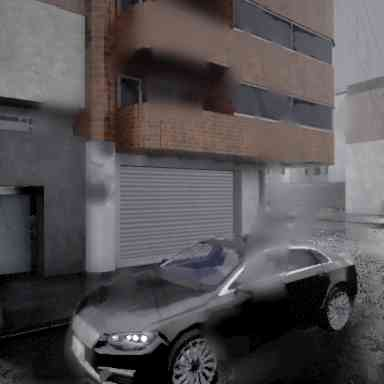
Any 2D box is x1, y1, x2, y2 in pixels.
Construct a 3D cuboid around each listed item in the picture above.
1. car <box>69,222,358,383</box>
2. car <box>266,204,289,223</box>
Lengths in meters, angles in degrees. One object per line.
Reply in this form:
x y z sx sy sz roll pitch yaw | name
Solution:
0.693 1.491 5.198 4.902 1.511 2.128 0 0 -37 | car
4.622 1.505 23.800 1.837 1.490 4.892 0 0 -36 | car
